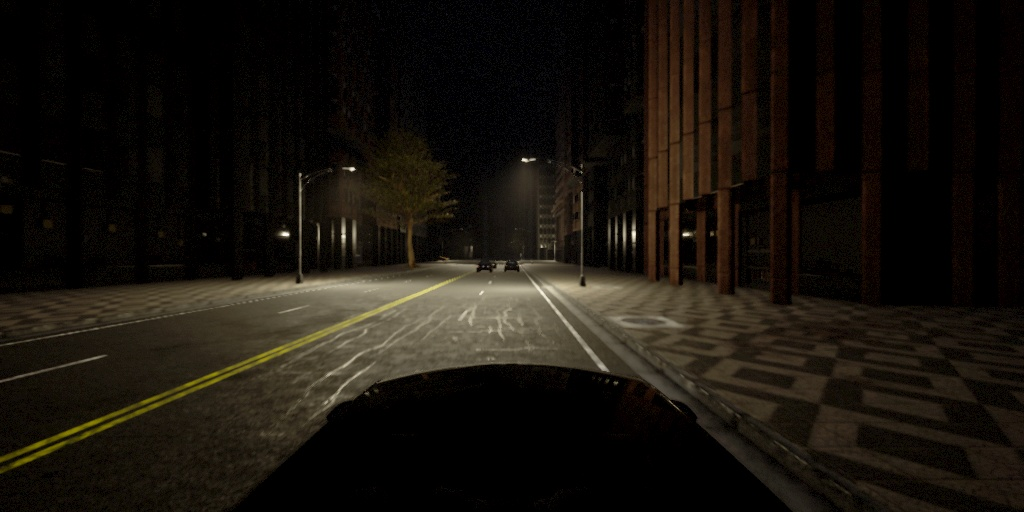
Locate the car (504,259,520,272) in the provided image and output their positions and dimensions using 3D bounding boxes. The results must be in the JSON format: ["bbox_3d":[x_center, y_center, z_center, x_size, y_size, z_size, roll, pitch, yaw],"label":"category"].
[{"bbox_3d":[-0.020,1.282,44.664,1.994,1.385,4.181,0,0,0],"label":"car"}]

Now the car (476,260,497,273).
[{"bbox_3d":[-3.269,1.266,43.412,2.033,1.411,5.357,0,0,0],"label":"car"}]

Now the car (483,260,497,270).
[{"bbox_3d":[-3.272,1.311,54.107,1.895,1.301,4.718,0,0,0],"label":"car"}]
